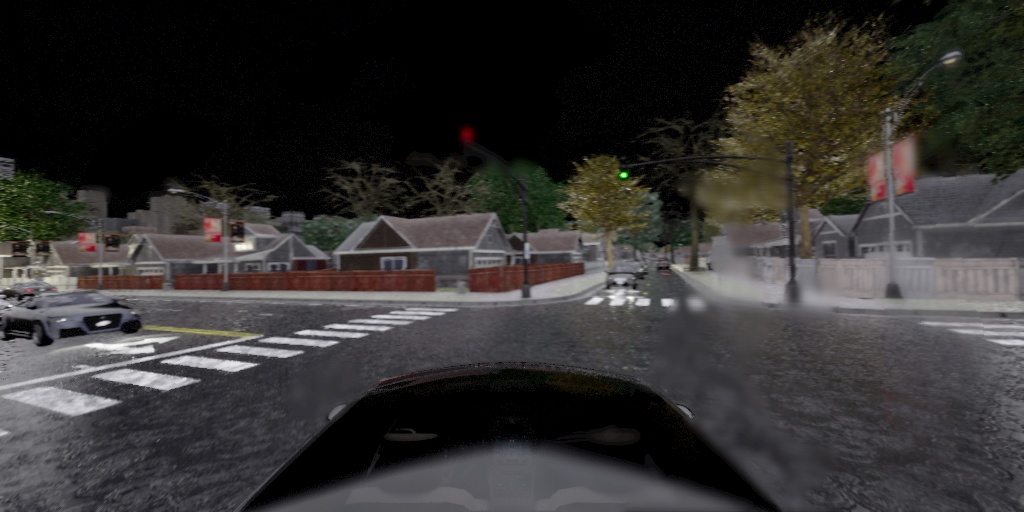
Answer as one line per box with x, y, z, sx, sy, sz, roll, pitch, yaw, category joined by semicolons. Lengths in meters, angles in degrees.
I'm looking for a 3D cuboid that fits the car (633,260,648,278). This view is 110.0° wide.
10.910;1.229;32.538;2.097;1.767;4.553;-2;-1;22;car

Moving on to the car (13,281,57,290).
-38.060;2.721;28.282;5.357;1.411;2.033;-2;-1;23;car

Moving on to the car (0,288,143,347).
-13.618;1.822;11.092;4.181;1.385;1.994;-2;-1;22;car

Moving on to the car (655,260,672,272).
21.306;1.376;50.395;1.837;1.490;4.892;-2;-1;22;car

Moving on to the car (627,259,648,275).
14.921;1.264;42.448;2.097;1.767;4.553;-2;-1;22;car

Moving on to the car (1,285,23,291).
-22.749;2.092;14.809;4.674;1.442;1.812;-2;-1;22;car

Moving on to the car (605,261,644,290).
7.332;1.341;23.701;2.128;1.511;4.902;-2;-1;21;car
